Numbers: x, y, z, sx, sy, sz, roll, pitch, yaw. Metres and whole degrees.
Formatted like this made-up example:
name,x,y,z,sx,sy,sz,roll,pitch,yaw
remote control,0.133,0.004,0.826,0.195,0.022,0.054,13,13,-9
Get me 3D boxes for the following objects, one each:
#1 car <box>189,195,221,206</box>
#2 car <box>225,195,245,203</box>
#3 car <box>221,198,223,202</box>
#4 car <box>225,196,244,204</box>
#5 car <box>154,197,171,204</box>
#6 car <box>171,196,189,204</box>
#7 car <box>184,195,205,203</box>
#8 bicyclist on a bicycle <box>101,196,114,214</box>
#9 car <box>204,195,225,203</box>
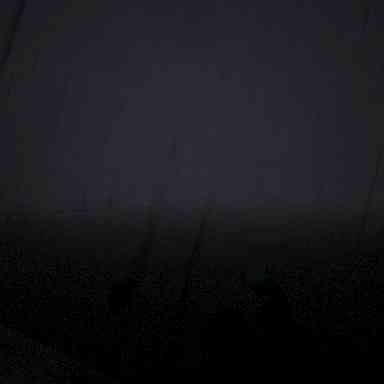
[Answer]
name,x,y,z,sx,sy,sz,roll,pitch,yaw
car,2.089,1.478,53.589,1.882,1.535,5.008,0,0,35
car,8.939,1.490,69.399,2.128,1.511,4.902,0,0,35
car,3.156,1.478,61.124,1.882,1.535,5.008,0,0,35
car,8.057,1.601,62.204,1.895,1.301,4.718,0,0,35
car,-5.036,1.564,61.624,1.994,1.385,4.181,0,0,35
car,-1.189,1.478,61.020,1.882,1.535,5.008,0,0,35
car,0.646,1.477,69.755,1.882,1.535,5.008,0,0,35
bicyclist on a bicycle,-7.978,1.156,31.704,1.656,1.620,0.582,33,17,27
car,4.739,1.477,69.501,1.882,1.535,5.008,0,0,35
